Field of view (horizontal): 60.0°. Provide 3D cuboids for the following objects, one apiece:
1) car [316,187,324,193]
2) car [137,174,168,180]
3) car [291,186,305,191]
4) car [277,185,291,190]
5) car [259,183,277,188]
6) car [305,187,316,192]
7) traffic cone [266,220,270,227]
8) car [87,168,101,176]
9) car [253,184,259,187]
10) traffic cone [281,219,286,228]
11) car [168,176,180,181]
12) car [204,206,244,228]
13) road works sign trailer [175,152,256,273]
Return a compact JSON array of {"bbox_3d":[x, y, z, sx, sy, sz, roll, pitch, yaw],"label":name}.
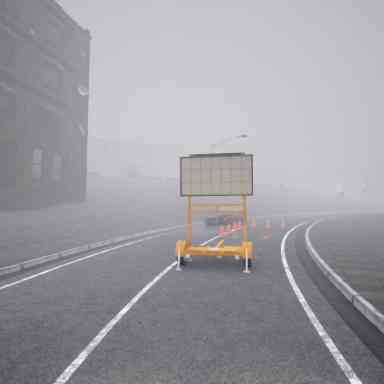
[{"bbox_3d":[32.413,-0.165,87.321,5.566,2.045,2.435,5,-6,-42],"label":"car"},{"bbox_3d":[-7.135,-2.324,56.832,4.892,1.521,2.231,2,-5,-33],"label":"car"},{"bbox_3d":[24.045,-0.560,79.815,4.892,1.521,2.231,4,-6,-40],"label":"car"},{"bbox_3d":[19.899,-0.794,76.329,4.674,1.452,2.002,4,-6,-39],"label":"car"},{"bbox_3d":[15.603,-1.074,72.875,4.792,1.488,2.163,3,-6,-38],"label":"car"},{"bbox_3d":[28.273,-0.376,83.539,4.553,1.767,2.185,4,-6,-41],"label":"car"},{"bbox_3d":[5.298,2.165,23.152,0.340,0.580,0.340,-2,-1,17],"label":"traffic cone"},{"bbox_3d":[-16.330,-2.840,50.923,4.553,1.767,2.185,2,-5,-33],"label":"car"},{"bbox_3d":[11.076,-1.501,69.388,4.553,1.767,2.185,3,-6,-36],"label":"car"},{"bbox_3d":[6.252,2.136,22.862,0.340,0.580,0.340,-2,-1,17],"label":"traffic cone"},{"bbox_3d":[-2.501,-2.114,59.824,4.892,1.521,2.231,3,-5,-33],"label":"car"},{"bbox_3d":[2.538,1.789,24.588,1.882,1.535,5.008,-2,-2,26],"label":"car"},{"bbox_3d":[0.841,0.530,11.035,2.380,3.560,2.880,-1,-1,12],"label":"road works sign trailer"}]
